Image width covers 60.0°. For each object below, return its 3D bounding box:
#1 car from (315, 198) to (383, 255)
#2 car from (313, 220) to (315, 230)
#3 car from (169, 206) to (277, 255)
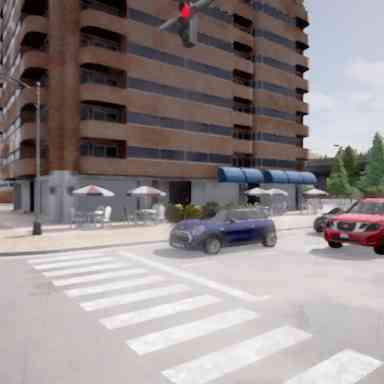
[{"bbox_3d":[7.856,1.273,13.874,5.566,2.045,2.150,0,0,-36],"label":"car"},{"bbox_3d":[8.921,1.570,19.088,4.892,1.490,1.837,0,0,-37],"label":"car"},{"bbox_3d":[1.328,1.380,13.544,4.553,1.767,2.097,0,0,-35],"label":"car"}]
